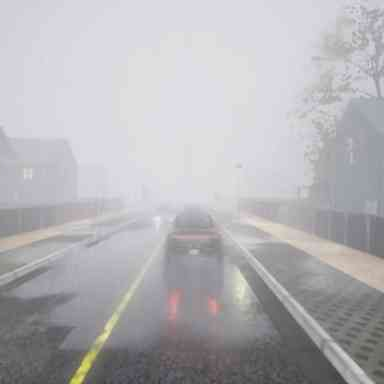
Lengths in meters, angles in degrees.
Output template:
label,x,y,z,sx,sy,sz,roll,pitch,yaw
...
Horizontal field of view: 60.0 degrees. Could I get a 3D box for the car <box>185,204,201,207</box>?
label,x,y,z,sx,sy,sz,roll,pitch,yaw
car,0.067,1.664,26.517,1.994,1.385,4.181,0,0,0

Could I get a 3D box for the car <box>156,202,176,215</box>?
label,x,y,z,sx,sy,sz,roll,pitch,yaw
car,-2.811,1.754,35.928,1.895,1.301,4.718,0,0,0

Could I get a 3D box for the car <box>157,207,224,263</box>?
label,x,y,z,sx,sy,sz,roll,pitch,yaw
car,0.070,1.514,11.942,2.128,1.511,4.902,0,0,0
